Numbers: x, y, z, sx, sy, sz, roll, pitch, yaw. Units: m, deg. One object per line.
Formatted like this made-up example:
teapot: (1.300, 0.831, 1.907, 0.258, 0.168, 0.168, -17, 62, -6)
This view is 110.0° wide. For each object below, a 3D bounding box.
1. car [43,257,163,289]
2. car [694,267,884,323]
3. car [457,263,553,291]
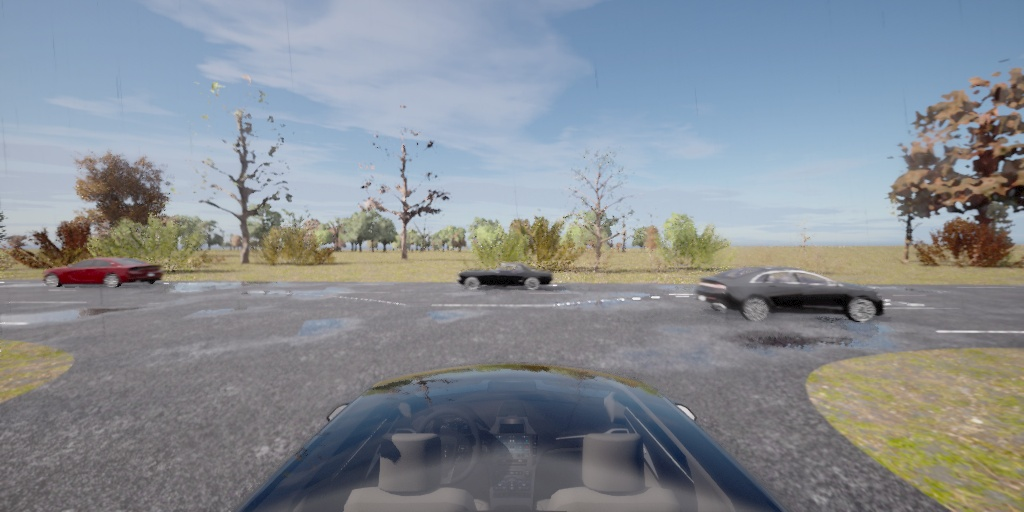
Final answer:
car: (-21.117, 0.815, 18.604, 5.008, 1.535, 1.882, 0, 1, 1)
car: (8.154, 1.076, 10.755, 4.902, 1.511, 2.128, 0, 1, 2)
car: (-0.349, 1.003, 18.023, 4.718, 1.301, 1.895, 0, 1, 2)
